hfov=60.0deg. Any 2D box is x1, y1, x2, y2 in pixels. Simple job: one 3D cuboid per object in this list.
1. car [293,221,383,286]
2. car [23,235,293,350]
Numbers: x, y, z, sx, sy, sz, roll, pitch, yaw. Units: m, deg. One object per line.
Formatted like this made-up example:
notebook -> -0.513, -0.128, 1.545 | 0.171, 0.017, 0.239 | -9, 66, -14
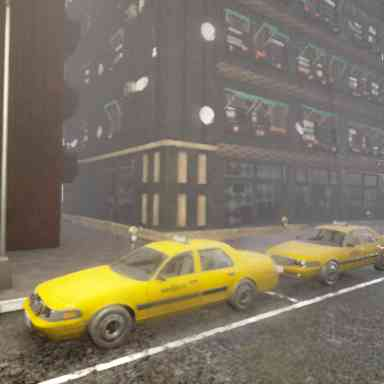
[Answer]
car -> 4.055, 1.533, 9.434 | 4.829, 1.417, 1.752 | 0, 1, -35
car -> -0.431, 1.528, 6.233 | 4.829, 1.417, 1.752 | 0, 1, -35
